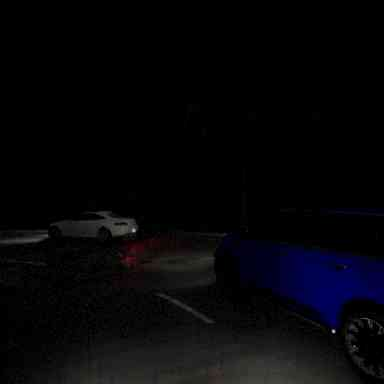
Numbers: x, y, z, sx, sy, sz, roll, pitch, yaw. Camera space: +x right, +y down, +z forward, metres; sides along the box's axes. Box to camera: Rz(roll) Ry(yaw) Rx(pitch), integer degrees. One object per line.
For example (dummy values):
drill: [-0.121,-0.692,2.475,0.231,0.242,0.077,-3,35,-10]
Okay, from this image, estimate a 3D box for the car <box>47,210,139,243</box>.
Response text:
car: [-4.895,1.631,16.435,4.674,1.442,1.812,-1,0,21]

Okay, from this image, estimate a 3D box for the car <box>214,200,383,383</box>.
car: [2.382,1.160,5.557,2.150,2.045,5.566,-1,0,-23]
